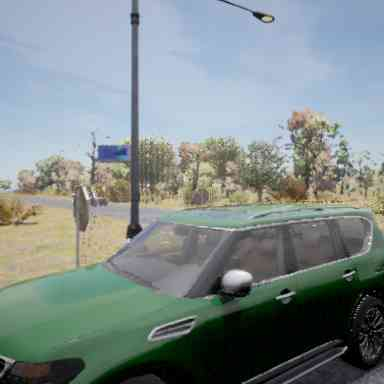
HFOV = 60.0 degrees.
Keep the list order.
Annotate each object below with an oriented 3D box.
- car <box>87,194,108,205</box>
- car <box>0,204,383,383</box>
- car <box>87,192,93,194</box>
[{"bbox_3d":[-14.971,1.402,53.035,2.033,1.411,5.357,0,0,-33],"label":"car"},{"bbox_3d":[0.415,1.217,4.163,5.566,2.045,2.150,0,0,-35],"label":"car"},{"bbox_3d":[-18.963,1.063,58.984,2.150,2.045,5.566,0,0,-34],"label":"car"}]
